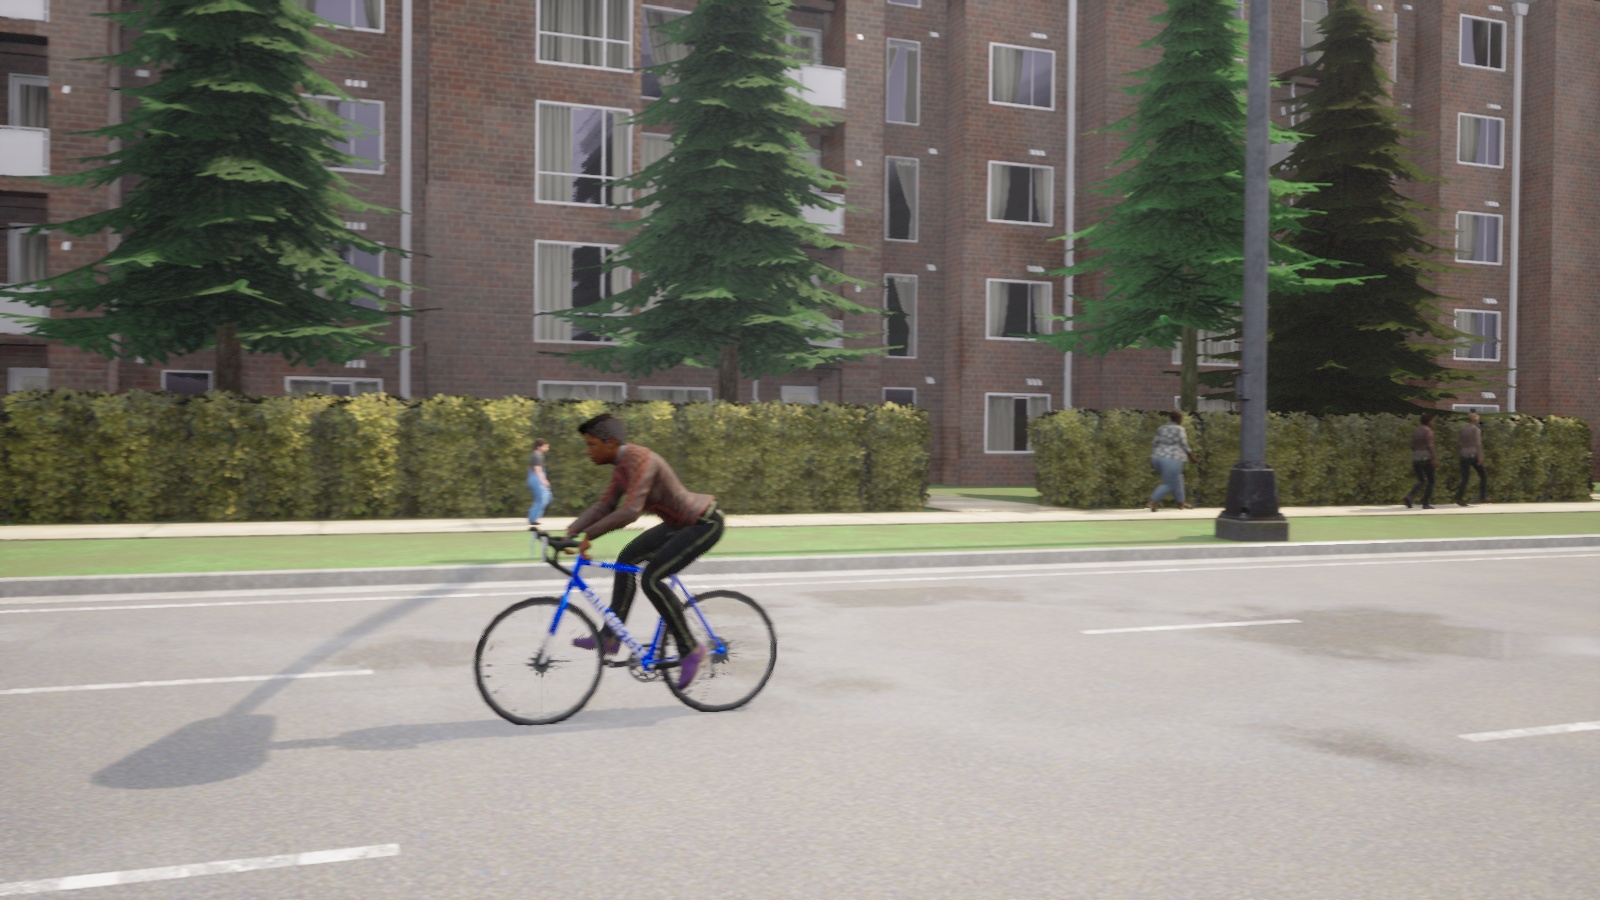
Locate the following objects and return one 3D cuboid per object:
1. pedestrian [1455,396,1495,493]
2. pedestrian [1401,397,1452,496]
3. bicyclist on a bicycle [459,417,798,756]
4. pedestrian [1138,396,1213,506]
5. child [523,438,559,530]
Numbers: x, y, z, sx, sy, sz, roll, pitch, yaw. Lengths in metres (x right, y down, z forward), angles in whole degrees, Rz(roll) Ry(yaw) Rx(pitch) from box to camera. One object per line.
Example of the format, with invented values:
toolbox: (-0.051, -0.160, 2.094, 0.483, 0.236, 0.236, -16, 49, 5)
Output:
pedestrian: (13.037, -0.109, 24.255, 0.634, 1.846, 0.331, -1, 1, -21)
pedestrian: (11.540, -0.075, 23.144, 0.869, 1.805, 0.328, -1, 1, -20)
bicyclist on a bicycle: (-0.901, 0.652, 6.640, 1.656, 1.620, 0.582, -1, 1, -21)
pedestrian: (6.522, 0.001, 21.830, 0.900, 1.855, 0.874, -1, 1, -22)
child: (-3.593, 0.463, 17.409, 0.437, 1.263, 0.270, -1, 1, -21)
